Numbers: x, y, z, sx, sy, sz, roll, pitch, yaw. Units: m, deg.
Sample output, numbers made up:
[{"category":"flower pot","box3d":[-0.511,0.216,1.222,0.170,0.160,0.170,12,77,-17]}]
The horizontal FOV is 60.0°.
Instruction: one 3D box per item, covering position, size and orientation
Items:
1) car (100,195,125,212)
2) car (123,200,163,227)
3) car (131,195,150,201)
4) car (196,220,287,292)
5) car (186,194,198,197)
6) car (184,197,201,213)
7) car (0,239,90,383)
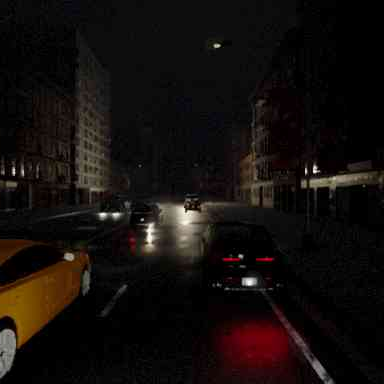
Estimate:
[{"category":"car","box3d":[-9.856,1.350,41.704,2.150,2.045,5.566,0,0,0]},{"category":"car","box3d":[-3.152,1.561,23.622,2.128,1.511,4.902,0,0,0]},{"category":"car","box3d":[-6.606,1.355,43.087,2.150,2.045,5.566,0,0,0]},{"category":"car","box3d":[1.137,1.531,8.987,1.837,1.490,4.892,0,0,0]},{"category":"car","box3d":[-0.007,1.374,48.645,2.150,2.045,5.566,0,0,0]},{"category":"car","box3d":[0.082,1.663,37.943,2.033,1.411,5.357,0,0,-1]},{"category":"car","box3d":[-3.151,1.493,5.346,1.882,1.535,5.008,0,0,0]}]
